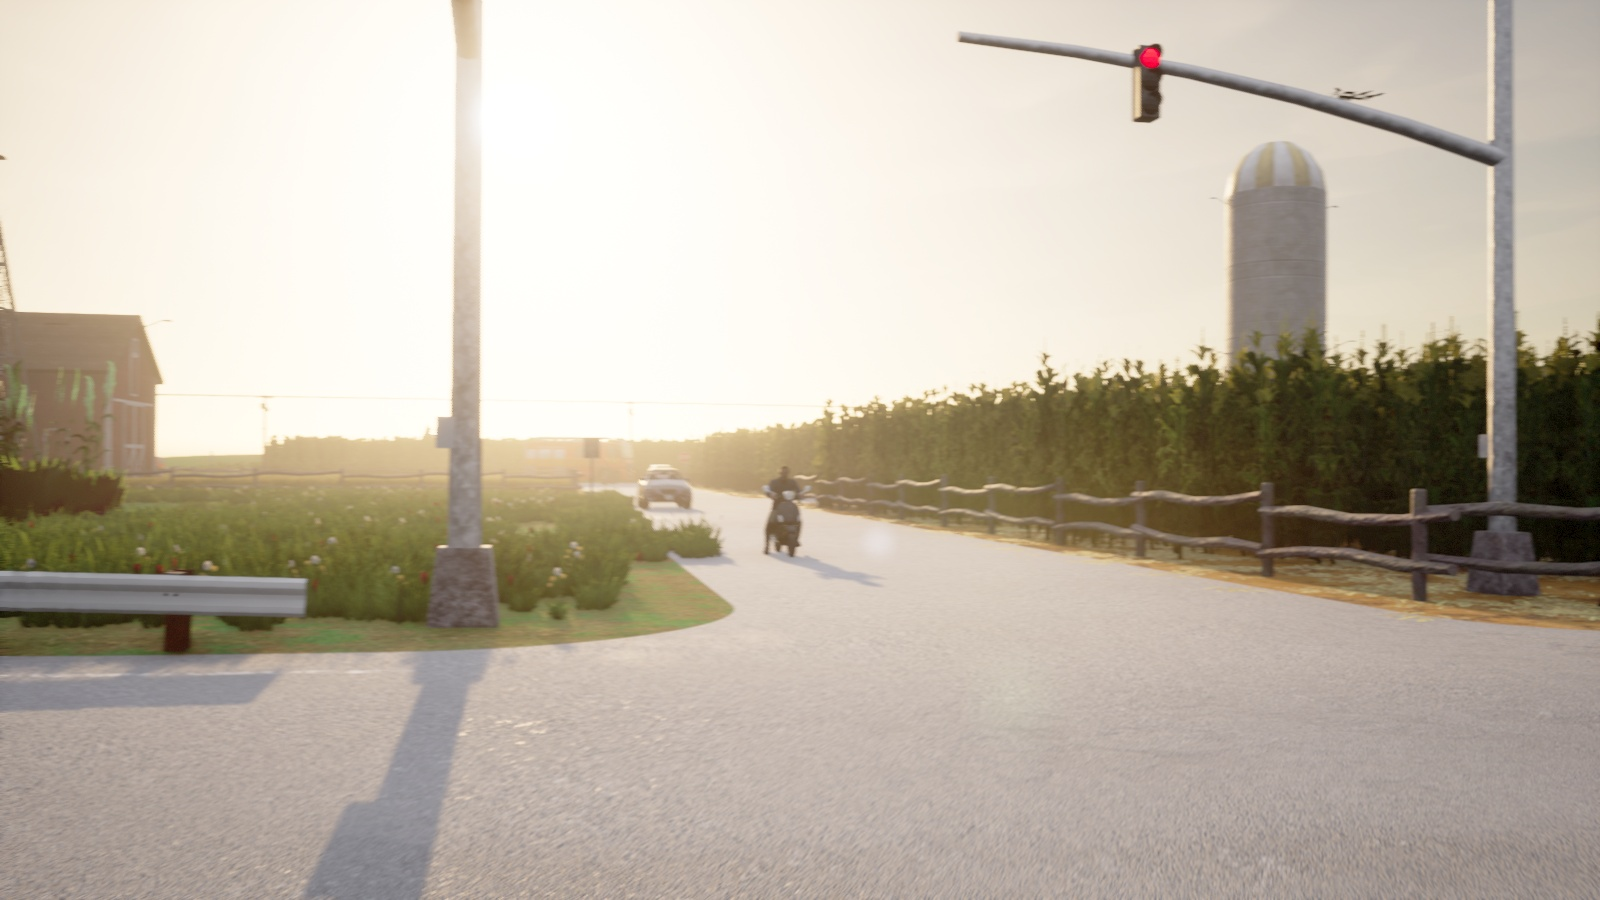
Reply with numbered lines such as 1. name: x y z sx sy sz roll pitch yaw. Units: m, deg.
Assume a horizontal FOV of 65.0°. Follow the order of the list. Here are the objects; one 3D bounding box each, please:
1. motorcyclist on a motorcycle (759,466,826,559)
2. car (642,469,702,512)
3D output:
1. motorcyclist on a motorcycle: -0.156 1.079 22.390 0.866 1.590 1.817 0 -1 -11
2. car: -4.739 1.455 46.082 1.816 1.474 4.193 0 -1 -11
